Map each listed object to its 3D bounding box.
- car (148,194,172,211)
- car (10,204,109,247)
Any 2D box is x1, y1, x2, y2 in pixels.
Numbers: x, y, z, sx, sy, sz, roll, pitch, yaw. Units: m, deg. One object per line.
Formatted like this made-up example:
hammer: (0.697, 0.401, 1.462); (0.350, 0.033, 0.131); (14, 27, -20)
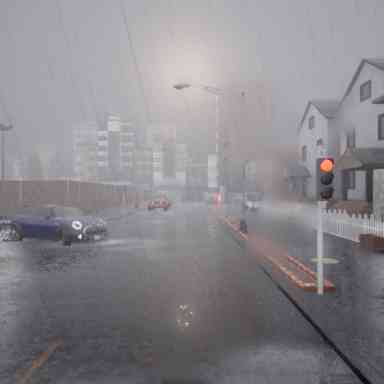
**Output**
car: (-4.079, 1.221, 41.202); (2.150, 2.045, 5.566); (0, 0, 0)
car: (-6.011, 1.352, 15.100); (4.553, 1.767, 2.097); (0, 0, 26)
